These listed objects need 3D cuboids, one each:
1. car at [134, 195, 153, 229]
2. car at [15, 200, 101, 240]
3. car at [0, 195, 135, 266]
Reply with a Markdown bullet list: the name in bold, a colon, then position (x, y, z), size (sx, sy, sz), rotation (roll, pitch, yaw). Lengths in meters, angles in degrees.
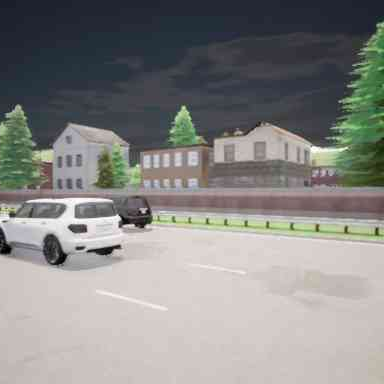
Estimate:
- **car**: position (-4.928, 1.223, 20.403), size (5.566, 2.045, 2.150), rotation (0, 0, 36)
- **car**: position (-7.211, 1.354, 17.734), size (4.553, 1.767, 2.097), rotation (0, 0, 35)
- **car**: position (-4.852, 1.223, 11.751), size (5.566, 2.045, 2.150), rotation (0, 0, 36)
